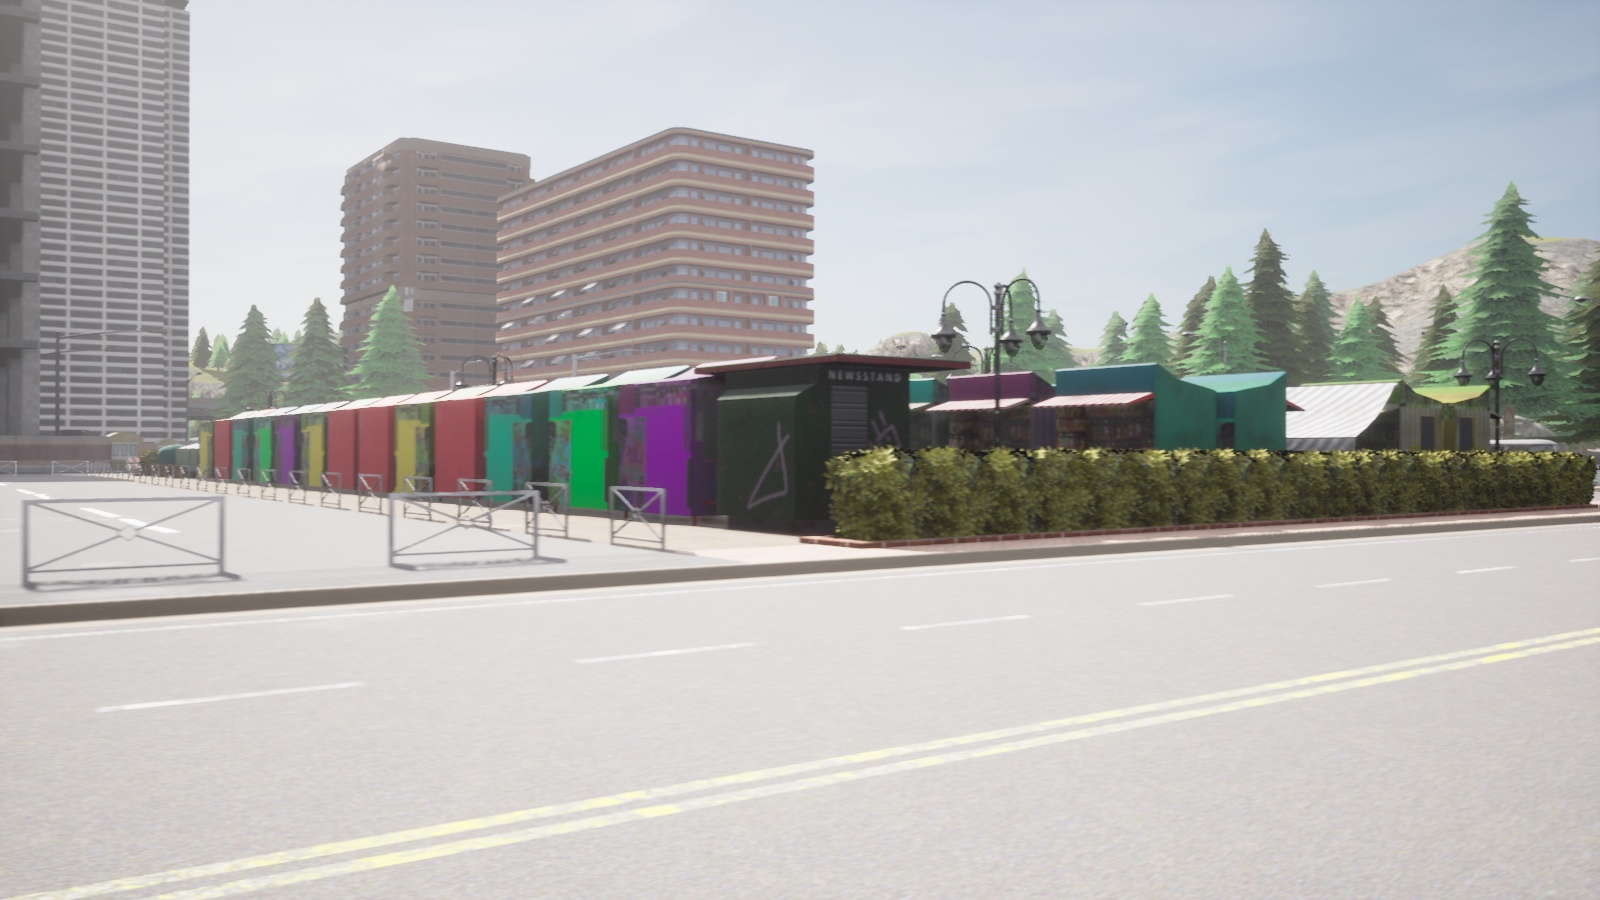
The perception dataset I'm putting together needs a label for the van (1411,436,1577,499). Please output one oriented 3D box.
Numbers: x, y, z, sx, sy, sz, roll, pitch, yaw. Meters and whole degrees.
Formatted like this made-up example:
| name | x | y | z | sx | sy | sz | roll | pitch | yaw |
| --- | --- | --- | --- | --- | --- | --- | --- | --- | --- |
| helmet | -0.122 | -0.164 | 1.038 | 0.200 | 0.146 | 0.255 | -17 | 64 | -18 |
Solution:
| name | x | y | z | sx | sy | sz | roll | pitch | yaw |
| --- | --- | --- | --- | --- | --- | --- | --- | --- | --- |
| van | 22.812 | 0.551 | 41.407 | 1.775 | 1.987 | 4.442 | 0 | 0 | -36 |
